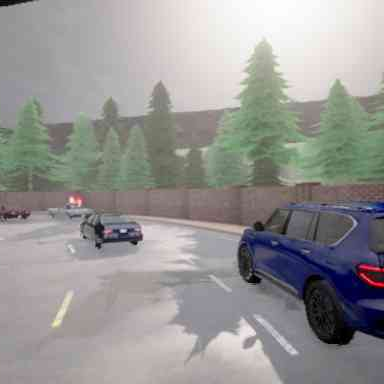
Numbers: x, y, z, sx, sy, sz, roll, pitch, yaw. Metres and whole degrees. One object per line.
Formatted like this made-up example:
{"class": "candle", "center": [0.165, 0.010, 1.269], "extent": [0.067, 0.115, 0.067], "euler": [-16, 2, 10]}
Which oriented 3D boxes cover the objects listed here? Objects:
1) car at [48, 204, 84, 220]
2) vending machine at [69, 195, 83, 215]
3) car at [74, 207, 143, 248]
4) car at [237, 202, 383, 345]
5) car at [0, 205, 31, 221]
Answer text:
{"class": "car", "center": [-10.783, 1.726, 29.269], "extent": [4.718, 1.301, 1.895], "euler": [-1, 0, 40]}
{"class": "vending machine", "center": [-12.326, 1.339, 35.394], "extent": [0.880, 2.100, 1.100], "euler": [-1, 0, 32]}
{"class": "car", "center": [-3.851, 1.594, 15.316], "extent": [2.033, 1.411, 5.357], "euler": [-1, 0, -27]}
{"class": "car", "center": [2.661, 1.198, 6.615], "extent": [2.150, 2.045, 5.566], "euler": [0, 0, -10]}
{"class": "car", "center": [-16.207, 1.781, 28.958], "extent": [4.718, 1.301, 1.895], "euler": [-1, 0, 33]}
